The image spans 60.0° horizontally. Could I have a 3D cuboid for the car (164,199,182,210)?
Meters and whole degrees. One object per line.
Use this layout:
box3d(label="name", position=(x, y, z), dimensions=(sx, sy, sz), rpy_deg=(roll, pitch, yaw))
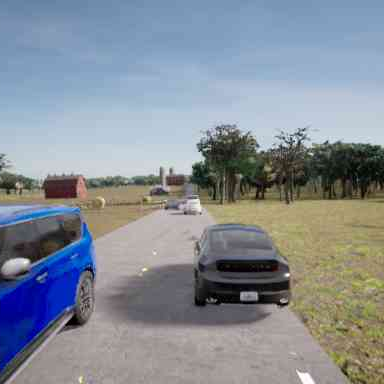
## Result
box3d(label="car", position=(-2.825, 1.782, 46.879), dimensions=(1.837, 1.490, 4.892), rpy_deg=(0, -1, 0))

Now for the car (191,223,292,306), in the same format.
box3d(label="car", position=(0.966, 1.522, 8.037), dimensions=(1.837, 1.490, 4.892), rpy_deg=(0, 0, 0))

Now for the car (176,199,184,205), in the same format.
box3d(label="car", position=(-2.715, 2.284, 77.423), dimensions=(1.812, 1.442, 4.674), rpy_deg=(0, -1, 0))

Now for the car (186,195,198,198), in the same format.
box3d(label="car", position=(0.050, 1.505, 47.334), dimensions=(2.150, 2.045, 5.566), rpy_deg=(0, -1, 1))

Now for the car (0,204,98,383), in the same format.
box3d(label="car", position=(-2.849, 1.227, 4.127), dimensions=(2.150, 2.045, 5.566), rpy_deg=(0, 0, 0))

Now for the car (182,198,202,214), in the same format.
box3d(label="car", position=(0.094, 1.693, 37.030), dimensions=(1.812, 1.442, 4.674), rpy_deg=(0, -1, 0))
